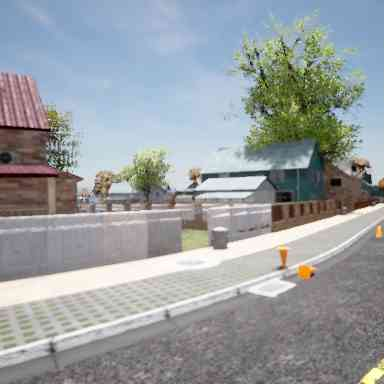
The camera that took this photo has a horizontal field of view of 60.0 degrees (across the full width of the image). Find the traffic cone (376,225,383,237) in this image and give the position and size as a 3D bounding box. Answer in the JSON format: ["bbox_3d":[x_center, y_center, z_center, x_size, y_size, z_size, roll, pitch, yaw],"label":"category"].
[{"bbox_3d":[9.804,2.029,17.418,0.340,0.580,0.340,-1,-1,34],"label":"traffic cone"}]
